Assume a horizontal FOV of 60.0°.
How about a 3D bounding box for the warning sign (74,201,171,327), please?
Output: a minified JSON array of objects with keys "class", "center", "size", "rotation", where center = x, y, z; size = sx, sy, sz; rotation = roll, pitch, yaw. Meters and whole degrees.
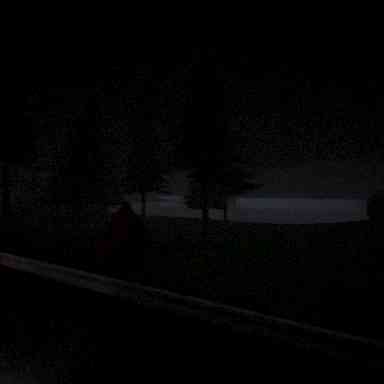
[{"class":"warning sign","center":[-1.197,1.111,5.872],"size":[1.060,1.860,1.300],"rotation":[0,0,37]}]
